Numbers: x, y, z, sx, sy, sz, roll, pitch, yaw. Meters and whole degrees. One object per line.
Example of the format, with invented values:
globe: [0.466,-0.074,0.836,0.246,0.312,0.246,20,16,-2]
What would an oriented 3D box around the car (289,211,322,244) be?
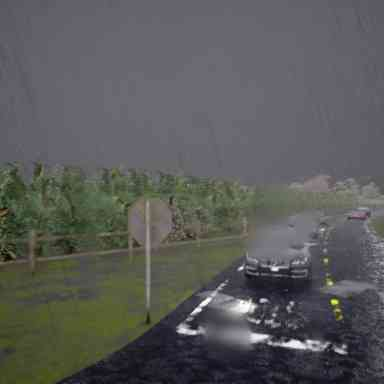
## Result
car: [6.789,2.147,20.530,1.837,1.490,4.892,-1,-2,23]

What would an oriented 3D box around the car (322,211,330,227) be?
car: [12.150,2.549,32.056,1.994,1.385,4.181,-1,-2,27]

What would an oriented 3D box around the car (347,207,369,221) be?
car: [20.364,2.794,41.070,1.994,1.385,4.181,-1,-2,30]

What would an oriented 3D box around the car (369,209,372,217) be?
car: [25.584,2.941,49.633,1.882,1.535,5.008,-1,-2,33]

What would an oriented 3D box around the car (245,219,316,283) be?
car: [3.038,1.858,11.077,1.837,1.490,4.892,-1,-2,21]
